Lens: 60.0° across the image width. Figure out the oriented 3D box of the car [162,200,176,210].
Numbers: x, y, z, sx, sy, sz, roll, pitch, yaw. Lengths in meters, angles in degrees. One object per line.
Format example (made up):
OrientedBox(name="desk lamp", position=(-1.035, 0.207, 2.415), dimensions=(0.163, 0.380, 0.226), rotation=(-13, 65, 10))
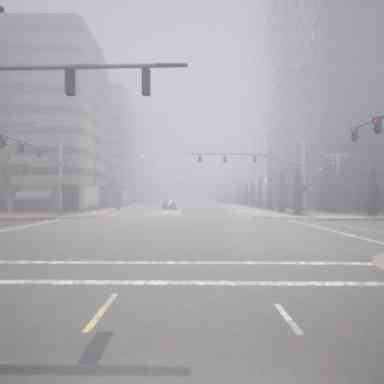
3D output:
OrientedBox(name="car", position=(-3.497, 1.977, 51.047), dimensions=(2.128, 1.511, 4.902), rotation=(0, -1, 0))
